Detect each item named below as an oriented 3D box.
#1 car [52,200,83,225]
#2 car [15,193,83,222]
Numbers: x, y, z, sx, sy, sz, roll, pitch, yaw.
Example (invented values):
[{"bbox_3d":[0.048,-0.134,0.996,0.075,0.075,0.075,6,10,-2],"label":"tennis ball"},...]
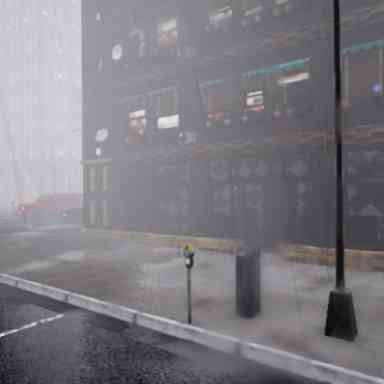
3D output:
[{"bbox_3d":[-6.731,1.420,22.395,1.947,1.339,4.313,0,1,35],"label":"car"},{"bbox_3d":[-10.985,1.132,26.438,2.150,2.045,5.566,-1,0,35],"label":"car"}]
